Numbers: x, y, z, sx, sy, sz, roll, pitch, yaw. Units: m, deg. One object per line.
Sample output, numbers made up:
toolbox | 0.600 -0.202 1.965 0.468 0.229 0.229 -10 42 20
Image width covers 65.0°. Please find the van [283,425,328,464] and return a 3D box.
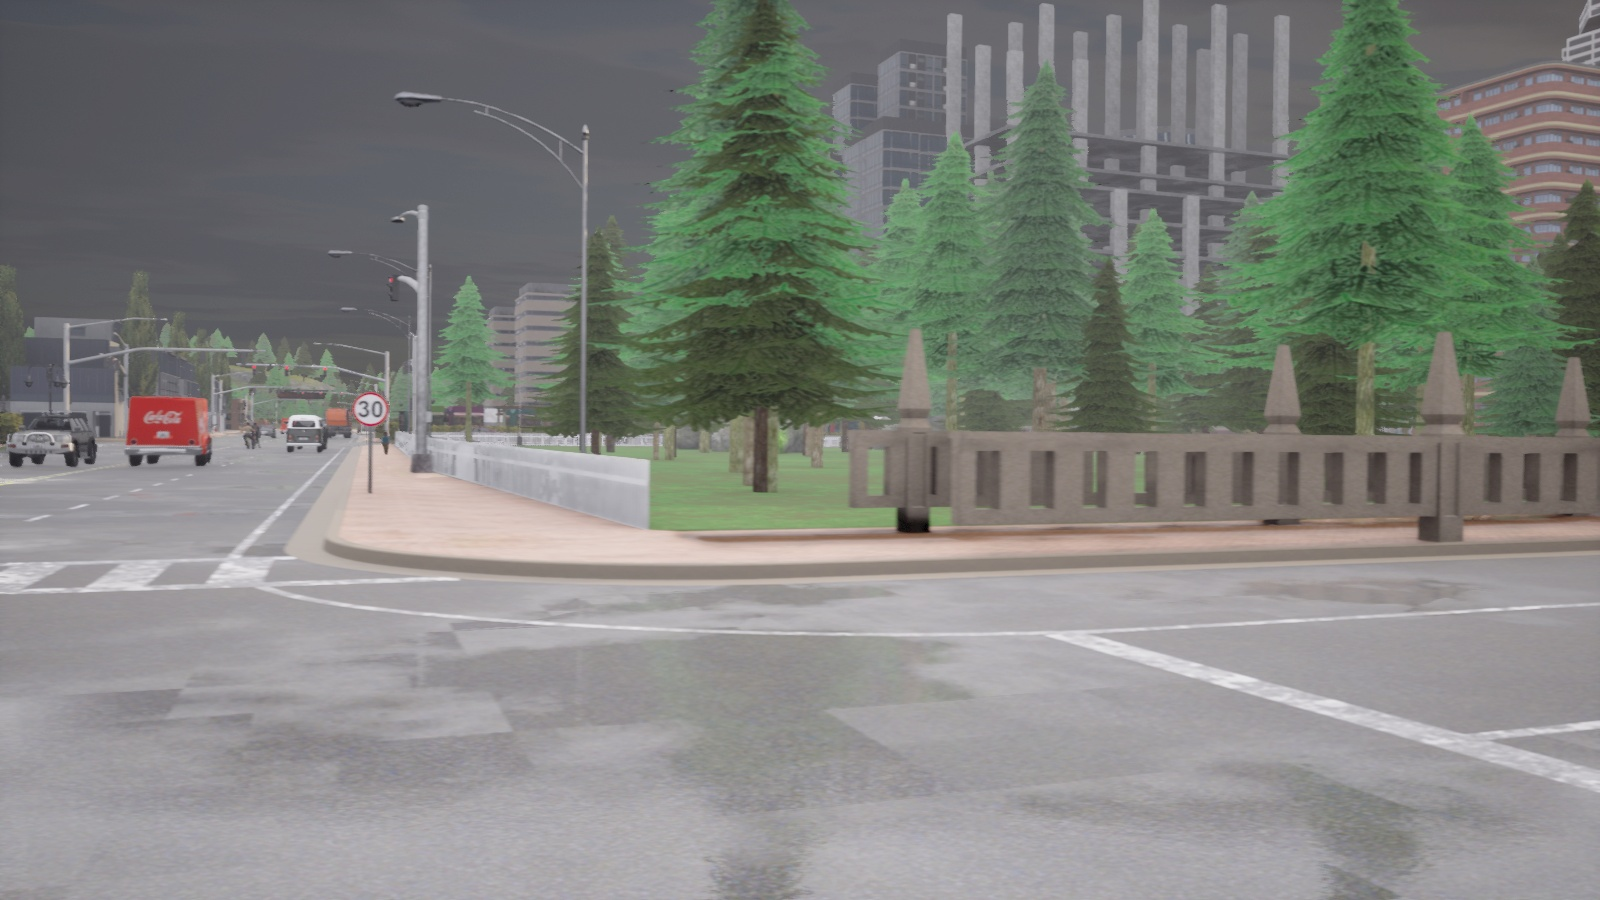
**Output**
van | -27.183 -0.309 69.099 2.069 2.038 4.480 -1 1 -19

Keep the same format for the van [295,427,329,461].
van | -30.053 -0.384 77.424 1.775 1.987 4.442 -1 1 -19

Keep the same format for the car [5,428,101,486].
car | -25.710 0.188 43.364 1.932 1.855 4.605 -1 1 -19

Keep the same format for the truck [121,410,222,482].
truck | -22.970 -0.191 46.140 2.627 2.467 5.204 -1 1 -19
